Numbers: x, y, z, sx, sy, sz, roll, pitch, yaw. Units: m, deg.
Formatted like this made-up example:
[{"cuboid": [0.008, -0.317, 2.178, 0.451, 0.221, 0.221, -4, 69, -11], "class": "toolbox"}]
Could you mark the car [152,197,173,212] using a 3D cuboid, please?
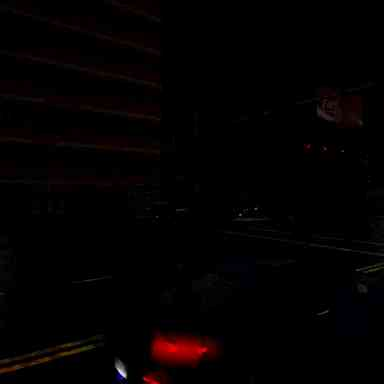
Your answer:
[{"cuboid": [-4.431, 1.351, 39.823, 2.097, 1.767, 4.553, 0, 0, -36], "class": "car"}]

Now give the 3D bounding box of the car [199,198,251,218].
[{"cuboid": [2.511, 1.548, 30.178, 2.033, 1.411, 5.357, 0, 0, -36], "class": "car"}]

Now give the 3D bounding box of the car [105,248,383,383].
[{"cuboid": [1.180, 1.526, 4.581, 4.674, 1.442, 1.812, 0, 0, -36], "class": "car"}]

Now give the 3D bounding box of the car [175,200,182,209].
[{"cuboid": [-3.117, 1.564, 43.994, 1.994, 1.385, 4.181, 0, 0, -36], "class": "car"}]

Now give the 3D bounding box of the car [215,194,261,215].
[{"cuboid": [4.394, 1.221, 33.553, 2.150, 2.045, 5.566, 0, 0, -36], "class": "car"}]
